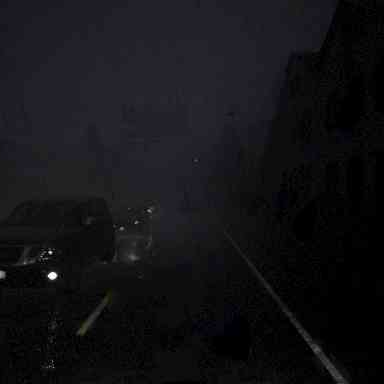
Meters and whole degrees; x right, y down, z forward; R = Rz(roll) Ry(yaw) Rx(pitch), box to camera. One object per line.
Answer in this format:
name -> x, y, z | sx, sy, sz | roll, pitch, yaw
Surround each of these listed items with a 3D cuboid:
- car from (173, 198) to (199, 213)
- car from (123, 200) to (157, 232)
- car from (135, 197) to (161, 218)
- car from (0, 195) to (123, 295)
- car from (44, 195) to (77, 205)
car -> -0.654, 1.310, 34.031 | 2.128, 1.511, 4.902 | 0, -1, -15
car -> -3.493, 1.418, 19.300 | 2.033, 1.411, 5.357 | 0, 0, 0
car -> -3.511, 1.190, 24.310 | 2.097, 1.767, 4.553 | 0, 0, 0
car -> -3.579, 1.164, 8.897 | 2.150, 2.045, 5.566 | 0, 0, 0
car -> -22.157, 1.299, 56.106 | 4.611, 1.667, 2.242 | 0, 0, 0
